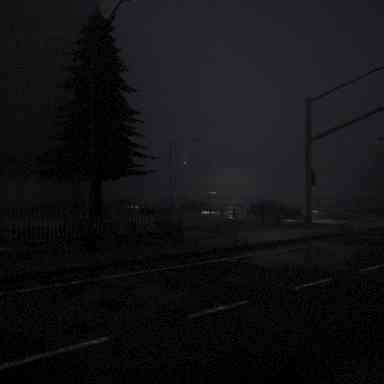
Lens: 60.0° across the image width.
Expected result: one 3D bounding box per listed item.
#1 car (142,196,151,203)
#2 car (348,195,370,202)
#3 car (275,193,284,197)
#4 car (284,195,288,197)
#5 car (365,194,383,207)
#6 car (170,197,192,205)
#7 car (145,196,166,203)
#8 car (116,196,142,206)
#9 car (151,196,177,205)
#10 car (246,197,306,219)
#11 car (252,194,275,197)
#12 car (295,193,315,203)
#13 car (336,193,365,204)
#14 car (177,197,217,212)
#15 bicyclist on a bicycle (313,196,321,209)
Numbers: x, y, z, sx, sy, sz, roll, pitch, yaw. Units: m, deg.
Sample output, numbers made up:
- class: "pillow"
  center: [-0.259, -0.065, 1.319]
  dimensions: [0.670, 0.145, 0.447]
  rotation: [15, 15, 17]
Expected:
- class: "car"
  center: [-9.866, 1.564, 65.615]
  dimensions: [1.994, 1.385, 4.181]
  rotation: [0, 0, -36]
- class: "car"
  center: [37.034, 1.364, 73.941]
  dimensions: [1.784, 1.438, 3.905]
  rotation: [0, 0, -36]
- class: "car"
  center: [19.210, 1.364, 79.725]
  dimensions: [1.784, 1.438, 3.905]
  rotation: [0, 0, -36]
- class: "car"
  center: [21.363, 1.153, 81.327]
  dimensions: [1.932, 1.855, 4.605]
  rotation: [0, 0, -36]
- class: "car"
  center: [26.528, 1.153, 44.983]
  dimensions: [1.932, 1.855, 4.605]
  rotation: [0, 0, -36]
- class: "car"
  center: [-2.087, 1.564, 60.749]
  dimensions: [1.994, 1.385, 4.181]
  rotation: [0, 0, -35]
- class: "car"
  center: [-7.536, 1.547, 68.216]
  dimensions: [2.033, 1.411, 5.357]
  rotation: [0, 0, -36]
- class: "car"
  center: [-10.846, 1.548, 54.800]
  dimensions: [2.033, 1.411, 5.357]
  rotation: [0, 0, -35]
- class: "car"
  center: [-4.679, 1.491, 58.437]
  dimensions: [2.128, 1.511, 4.902]
  rotation: [0, 0, -36]
- class: "car"
  center: [7.333, 1.478, 29.457]
  dimensions: [1.882, 1.535, 5.008]
  rotation: [0, 0, -36]
- class: "car"
  center: [16.855, 1.395, 78.041]
  dimensions: [1.970, 1.475, 3.806]
  rotation: [0, 0, -36]
- class: "car"
  center: [20.951, 1.395, 62.403]
  dimensions: [1.970, 1.475, 3.806]
  rotation: [0, 0, -36]
- class: "car"
  center: [34.641, 1.153, 72.308]
  dimensions: [1.932, 1.855, 4.605]
  rotation: [0, 0, -36]
- class: "car"
  center: [0.513, 1.564, 38.925]
  dimensions: [1.994, 1.385, 4.181]
  rotation: [0, 0, -36]
- class: "bicyclist on a bicycle"
  center: [15.931, 1.302, 42.301]
  dimensions: [1.656, 1.620, 0.582]
  rotation: [0, 0, -36]
